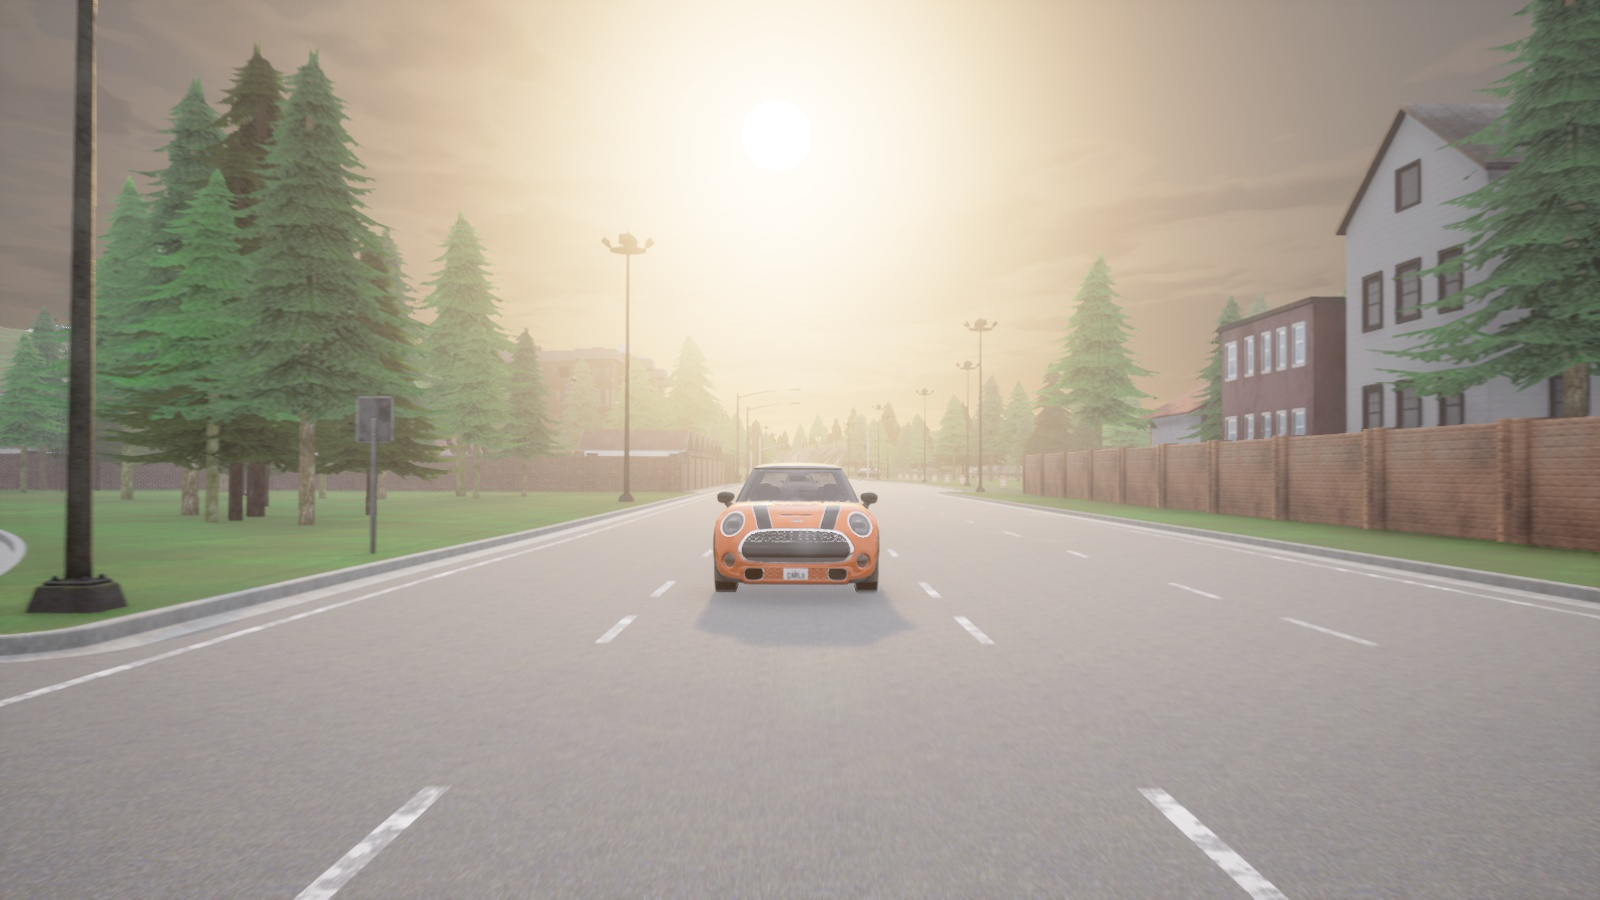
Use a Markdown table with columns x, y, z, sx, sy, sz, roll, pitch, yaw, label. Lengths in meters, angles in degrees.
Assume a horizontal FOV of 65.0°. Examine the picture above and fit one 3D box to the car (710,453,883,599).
| x | y | z | sx | sy | sz | roll | pitch | yaw | label |
| --- | --- | --- | --- | --- | --- | --- | --- | --- | --- |
| -0.029 | 0.961 | 17.504 | 2.097 | 1.767 | 4.553 | 0 | -1 | 0 | car |
